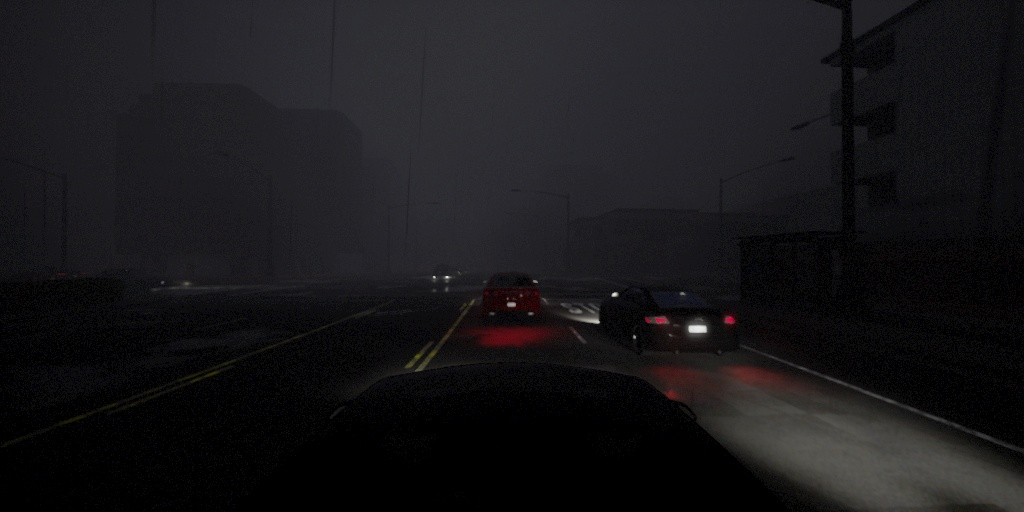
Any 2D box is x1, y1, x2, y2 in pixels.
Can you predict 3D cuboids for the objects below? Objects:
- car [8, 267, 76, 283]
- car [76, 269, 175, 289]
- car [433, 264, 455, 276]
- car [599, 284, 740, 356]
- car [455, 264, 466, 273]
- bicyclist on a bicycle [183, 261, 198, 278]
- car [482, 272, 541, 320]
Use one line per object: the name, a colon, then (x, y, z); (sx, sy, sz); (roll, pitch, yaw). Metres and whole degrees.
car: (-36.553, 1.538, 28.282); (4.181, 1.385, 1.994); (0, 0, -2)
car: (-26.557, 1.547, 24.934); (4.718, 1.301, 1.895); (0, 0, -2)
car: (-8.739, 1.745, 45.295); (1.837, 1.490, 4.892); (0, -1, -3)
car: (3.508, 1.374, 8.802); (1.994, 1.385, 4.181); (0, 0, 0)
car: (-9.754, 2.207, 63.087); (1.882, 1.535, 5.008); (0, -2, -3)
bicyclist on a bicycle: (-32.023, 1.340, 35.737); (0.582, 1.620, 1.656); (0, 0, -2)
car: (-0.054, 1.325, 13.226); (1.882, 1.535, 5.008); (0, 0, -1)
